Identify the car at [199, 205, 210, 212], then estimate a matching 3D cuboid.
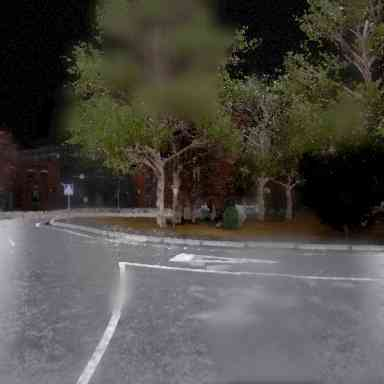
[{"bbox_3d":[3.882,4.663,93.764,2.435,2.045,5.566,0,-2,26],"label":"car"}]
